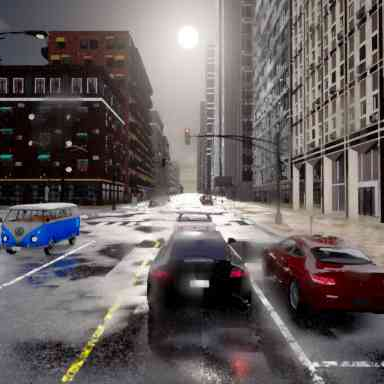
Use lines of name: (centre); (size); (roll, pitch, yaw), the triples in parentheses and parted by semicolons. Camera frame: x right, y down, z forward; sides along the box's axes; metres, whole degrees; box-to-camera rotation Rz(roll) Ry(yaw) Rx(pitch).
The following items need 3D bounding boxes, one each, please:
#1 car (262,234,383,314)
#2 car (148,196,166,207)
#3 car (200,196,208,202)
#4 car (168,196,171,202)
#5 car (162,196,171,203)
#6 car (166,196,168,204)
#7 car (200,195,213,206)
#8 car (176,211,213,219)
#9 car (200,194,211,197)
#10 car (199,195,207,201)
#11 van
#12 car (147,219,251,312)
car: (2.708, 1.584, 7.332); (1.802, 1.307, 4.206); (1, 0, 0)
car: (-5.631, 1.563, 50.940); (2.008, 1.369, 4.403); (1, 0, 0)
car: (2.775, 1.599, 79.208); (1.802, 1.307, 4.206); (1, 0, 0)
car: (-5.620, 1.580, 62.249); (1.947, 1.339, 4.313); (1, 0, 0)
car: (-5.610, 1.598, 73.558); (1.802, 1.307, 4.206); (1, 0, 0)
car: (-5.625, 1.564, 56.594); (2.008, 1.369, 4.403); (1, 0, 0)
car: (2.754, 1.596, 56.589); (1.802, 1.307, 4.206); (1, 0, 0)
car: (0.112, 1.606, 16.614); (1.895, 1.301, 4.718); (0, 0, 0)
car: (2.764, 1.330, 62.244); (2.192, 1.841, 5.009); (1, 0, 0)
car: (2.781, 1.569, 84.862); (2.008, 1.369, 4.403); (1, 0, 0)
van: (-5.750, 1.345, 13.024); (1.690, 1.788, 3.998); (1, 0, 0)
car: (0.112, 1.566, 7.797); (1.994, 1.385, 4.181); (0, 0, -1)
